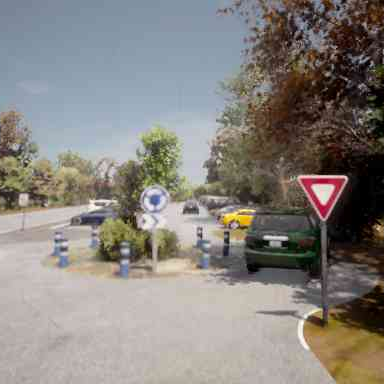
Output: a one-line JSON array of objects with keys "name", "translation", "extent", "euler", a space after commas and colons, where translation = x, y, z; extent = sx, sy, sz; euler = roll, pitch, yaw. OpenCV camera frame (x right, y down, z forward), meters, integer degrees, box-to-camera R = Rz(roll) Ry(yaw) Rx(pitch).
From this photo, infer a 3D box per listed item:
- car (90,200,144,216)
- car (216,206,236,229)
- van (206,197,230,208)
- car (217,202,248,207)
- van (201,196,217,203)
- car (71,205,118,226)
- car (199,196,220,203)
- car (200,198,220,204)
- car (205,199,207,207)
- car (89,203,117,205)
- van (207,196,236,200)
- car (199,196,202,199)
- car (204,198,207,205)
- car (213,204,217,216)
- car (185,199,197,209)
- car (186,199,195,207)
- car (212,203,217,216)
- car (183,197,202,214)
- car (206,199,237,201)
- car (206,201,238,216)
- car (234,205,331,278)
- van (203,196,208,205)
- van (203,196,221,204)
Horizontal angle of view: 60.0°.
[{"name": "car", "translation": [-8.279, 1.897, 35.311], "extent": [5.566, 2.045, 2.435], "euler": [0, 0, 0]}, {"name": "car", "translation": [4.768, 2.173, 27.115], "extent": [5.008, 1.535, 2.097], "euler": [0, 0, 0]}, {"name": "van", "translation": [4.885, 1.908, 62.994], "extent": [4.442, 1.987, 1.878], "euler": [0, 0, 0]}, {"name": "car", "translation": [4.804, 2.038, 29.886], "extent": [4.553, 1.767, 2.185], "euler": [0, 0, 0]}, {"name": "van", "translation": [4.880, 2.071, 93.591], "extent": [4.442, 1.987, 1.878], "euler": [0, 0, 0]}, {"name": "car", "translation": [-8.336, 2.196, 29.760], "extent": [4.792, 1.488, 2.163], "euler": [0, 0, 0]}, {"name": "car", "translation": [4.736, 2.031, 90.821], "extent": [5.566, 2.045, 2.435], "euler": [0, 0, 0]}, {"name": "car", "translation": [4.759, 2.266, 87.925], "extent": [5.008, 1.535, 2.097], "euler": [0, 0, 0]}, {"name": "car", "translation": [4.799, 2.126, 52.046], "extent": [4.792, 1.488, 2.163], "euler": [0, 0, 0]}, {"name": "car", "translation": [-8.302, 2.157, 32.536], "extent": [5.008, 1.535, 2.097], "euler": [0, 0, 0]}, {"name": "van", "translation": [4.887, 1.874, 49.274], "extent": [4.442, 1.987, 1.878], "euler": [0, 0, 0]}, {"name": "car", "translation": [4.739, 1.912, 68.534], "extent": [5.566, 2.045, 2.435], "euler": [0, 0, 0]}, {"name": "car", "translation": [4.798, 2.128, 54.685], "extent": [4.792, 1.488, 2.163], "euler": [0, 0, 0]}, {"name": "car", "translation": [4.743, 2.184, 32.532], "extent": [4.792, 1.488, 2.163], "euler": [0, 0, 0]}, {"name": "car", "translation": [-0.172, 2.108, 57.733], "extent": [1.882, 1.535, 5.008], "euler": [0, 0, 0]}, {"name": "car", "translation": [-0.272, 2.187, 68.312], "extent": [1.837, 1.490, 4.892], "euler": [0, 0, 0]}, {"name": "car", "translation": [4.770, 2.185, 35.302], "extent": [4.674, 1.452, 2.002], "euler": [0, 0, 0]}, {"name": "car", "translation": [-0.170, 1.986, 44.930], "extent": [2.097, 1.767, 4.553], "euler": [0, 0, -1]}, {"name": "car", "translation": [4.742, 2.137, 46.381], "extent": [4.792, 1.488, 2.163], "euler": [0, 0, 0]}, {"name": "car", "translation": [4.586, 2.133, 38.072], "extent": [5.366, 1.575, 1.946], "euler": [0, 0, 0]}, {"name": "car", "translation": [3.448, 1.517, 11.512], "extent": [2.150, 2.045, 5.566], "euler": [0, 0, 26]}, {"name": "van", "translation": [4.661, 1.882, 57.438], "extent": [4.442, 1.987, 1.878], "euler": [0, 0, 0]}, {"name": "van", "translation": [4.882, 2.012, 82.511], "extent": [4.442, 1.987, 1.878], "euler": [0, 0, 0]}]
